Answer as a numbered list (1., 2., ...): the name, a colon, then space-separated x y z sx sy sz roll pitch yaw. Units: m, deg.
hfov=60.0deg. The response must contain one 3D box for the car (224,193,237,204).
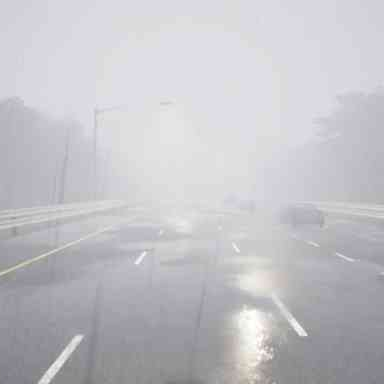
1. car: 7.222 1.205 62.306 2.150 2.045 5.566 0 0 0

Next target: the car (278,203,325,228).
1. car: 7.030 1.492 21.820 2.128 1.511 4.902 0 0 0

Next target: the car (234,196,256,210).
1. car: 7.110 1.563 43.349 1.994 1.385 4.181 0 0 0
